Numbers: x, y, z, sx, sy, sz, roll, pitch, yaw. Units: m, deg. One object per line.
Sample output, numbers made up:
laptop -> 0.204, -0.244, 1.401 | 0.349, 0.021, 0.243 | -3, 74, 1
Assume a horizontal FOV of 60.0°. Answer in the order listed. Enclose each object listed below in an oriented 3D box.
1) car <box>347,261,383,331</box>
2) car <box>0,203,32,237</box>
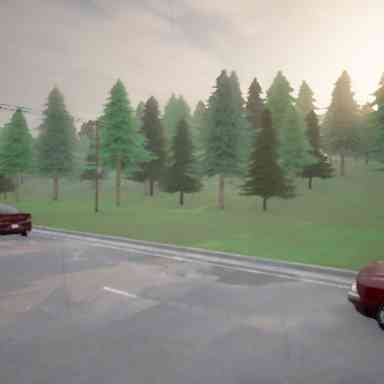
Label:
car -> 4.891, 1.626, 4.789 | 4.718, 1.301, 1.895 | 1, 1, 36
car -> -9.112, 1.179, 14.789 | 5.008, 1.535, 1.882 | 1, 1, 35
